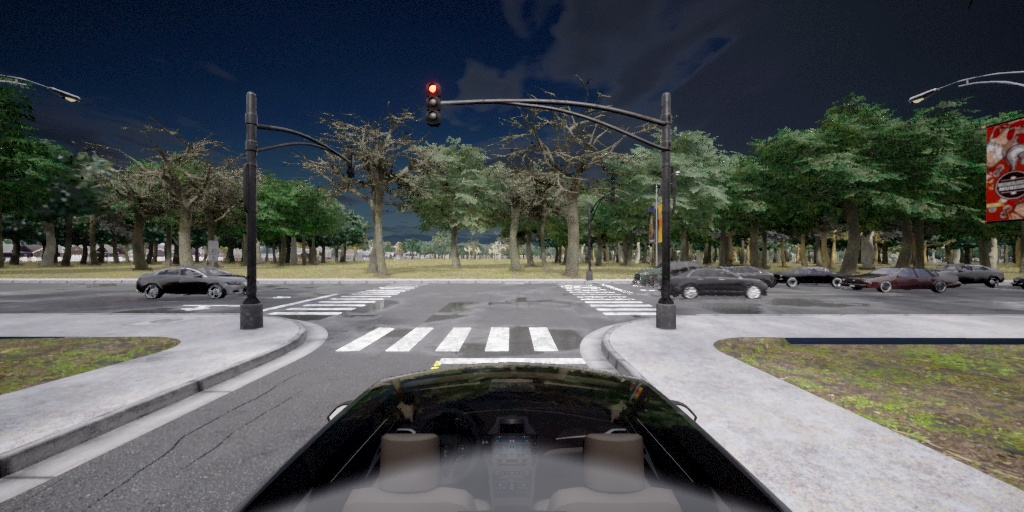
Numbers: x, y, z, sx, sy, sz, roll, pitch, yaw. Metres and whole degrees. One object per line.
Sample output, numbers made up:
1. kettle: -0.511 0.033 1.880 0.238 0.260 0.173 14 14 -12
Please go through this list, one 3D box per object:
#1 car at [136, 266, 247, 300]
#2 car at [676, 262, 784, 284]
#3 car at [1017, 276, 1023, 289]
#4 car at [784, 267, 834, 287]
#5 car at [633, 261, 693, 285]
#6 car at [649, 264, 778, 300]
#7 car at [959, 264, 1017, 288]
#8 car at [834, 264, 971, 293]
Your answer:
1. car: -14.890 1.225 17.096 4.902 1.511 2.128 0 0 0
2. car: 12.329 1.269 20.553 4.892 1.490 1.837 0 0 0
3. car: 32.406 1.343 20.548 5.357 1.411 2.033 0 0 0
4. car: 19.466 1.371 23.806 4.718 1.301 1.895 0 0 0
5. car: 10.482 1.109 23.801 4.553 1.767 2.097 0 0 0
6. car: 9.451 1.269 17.103 4.892 1.490 1.837 0 0 0
7. car: 29.402 1.278 23.803 4.902 1.511 2.128 0 0 0
8. car: 22.190 1.326 20.554 5.357 1.411 2.033 0 0 0
